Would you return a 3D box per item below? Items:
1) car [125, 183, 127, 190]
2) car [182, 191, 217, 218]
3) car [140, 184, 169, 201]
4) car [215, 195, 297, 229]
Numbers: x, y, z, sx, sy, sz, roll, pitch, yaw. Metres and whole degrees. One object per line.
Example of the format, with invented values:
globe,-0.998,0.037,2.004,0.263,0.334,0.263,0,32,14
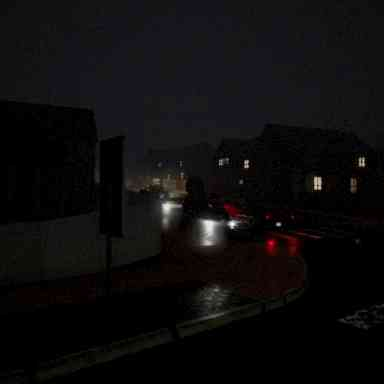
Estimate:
car,-10.714,-0.988,48.412,1.882,1.535,5.008,1,3,-22
car,0.840,0.681,20.879,1.812,1.442,4.674,1,3,-23
car,-3.591,0.029,31.424,2.128,1.511,4.902,0,3,-23
car,3.164,1.007,16.955,1.895,1.301,4.718,1,3,-19
